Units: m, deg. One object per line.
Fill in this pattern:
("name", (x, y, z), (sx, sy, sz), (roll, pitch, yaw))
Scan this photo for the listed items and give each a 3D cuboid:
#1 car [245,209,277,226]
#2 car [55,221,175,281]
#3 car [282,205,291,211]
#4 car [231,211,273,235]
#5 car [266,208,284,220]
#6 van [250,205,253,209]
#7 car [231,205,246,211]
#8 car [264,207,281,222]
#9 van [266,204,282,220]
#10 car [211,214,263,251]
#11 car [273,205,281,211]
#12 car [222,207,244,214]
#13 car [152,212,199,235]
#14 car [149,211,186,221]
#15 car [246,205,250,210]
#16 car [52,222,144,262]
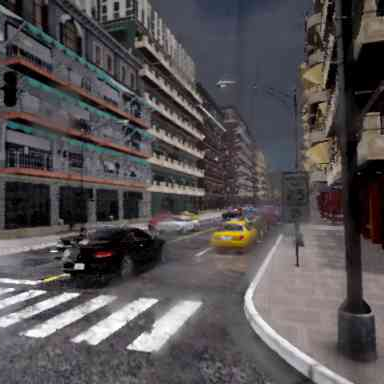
("car", (5.554, 2.333, 26.834), (1.887, 1.381, 4.507), (-1, -2, 18))
("car", (-2.349, 1.913, 11.179), (1.812, 1.442, 4.674), (-2, -2, 18))
("car", (23.035, 3.938, 80.845), (1.752, 1.417, 4.829), (-1, -2, 18))
("car", (3.811, 2.181, 21.448), (2.008, 1.369, 4.403), (-1, -2, 18))
("car", (10.783, 2.818, 42.989), (2.008, 1.369, 4.403), (-1, -2, 18))
("van", (13.266, 3.834, 77.876), (1.690, 1.788, 3.998), (-1, -2, 18))
("car", (8.037, 3.318, 61.723), (2.192, 1.841, 5.009), (-1, -2, 18))
("car", (7.297, 2.492, 32.218), (1.887, 1.381, 4.507), (-1, -2, 18))
("van", (9.037, 2.448, 37.611), (1.690, 1.788, 3.998), (-1, -2, 18))
("car", (2.190, 2.009, 16.441), (1.752, 1.417, 4.829), (-1, -2, 18))
("car", (22.420, 4.171, 87.694), (1.837, 1.490, 4.892), (-2, -2, 18))
("car", (5.313, 3.038, 44.699), (1.895, 1.301, 4.718), (-2, -2, 18))
("car", (-1.021, 2.465, 25.327), (1.895, 1.301, 4.718), (-2, -2, 18))
("car", (-2.417, 2.583, 29.406), (1.887, 1.381, 4.507), (-1, -2, 18))
("car", (9.783, 3.716, 67.098), (2.008, 1.369, 4.403), (-1, -2, 18))
("car", (-4.156, 2.182, 15.655), (1.895, 1.301, 4.718), (-2, -2, 18))
